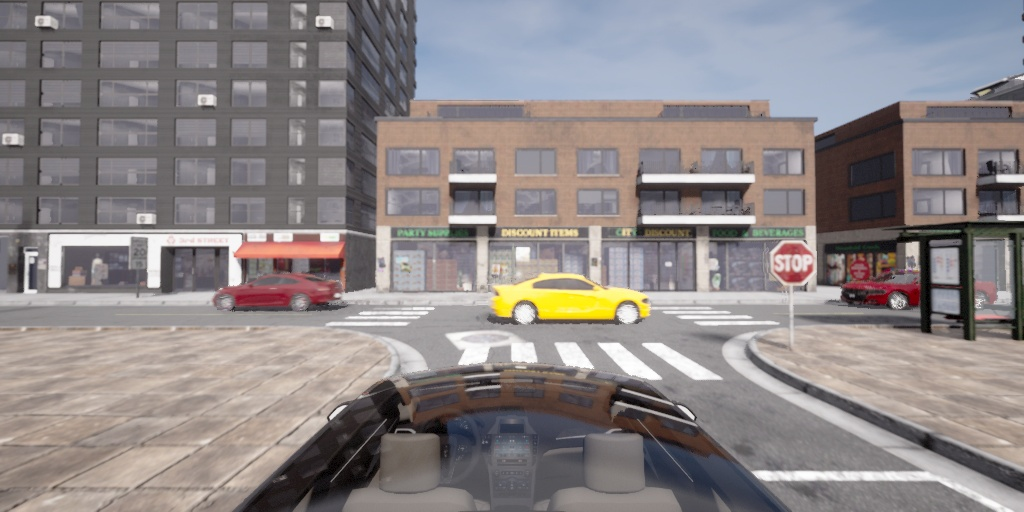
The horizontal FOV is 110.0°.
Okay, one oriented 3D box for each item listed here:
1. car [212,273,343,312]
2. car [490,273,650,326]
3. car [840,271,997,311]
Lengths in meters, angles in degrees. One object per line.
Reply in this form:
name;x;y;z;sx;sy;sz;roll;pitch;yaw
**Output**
car;-9.335;1.427;14.484;4.674;1.442;1.812;0;-1;0
car;1.813;1.312;11.547;5.008;1.535;1.882;0;-1;0
car;16.269;1.334;14.523;5.008;1.535;1.882;0;-1;0
